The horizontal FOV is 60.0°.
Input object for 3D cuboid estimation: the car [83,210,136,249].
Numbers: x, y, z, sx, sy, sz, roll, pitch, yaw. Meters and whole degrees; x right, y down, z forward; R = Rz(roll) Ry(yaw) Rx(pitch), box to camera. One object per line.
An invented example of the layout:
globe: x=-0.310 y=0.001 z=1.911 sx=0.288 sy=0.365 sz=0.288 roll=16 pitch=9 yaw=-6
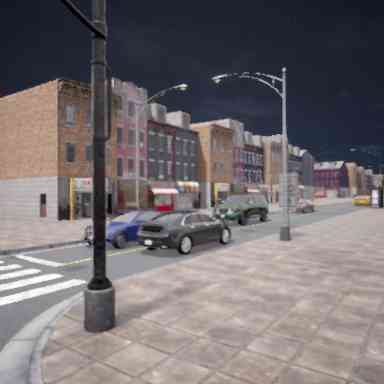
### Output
car: x=-2.663 y=1.556 z=15.042 sx=1.812 sy=1.442 sz=4.674 roll=0 pitch=0 yaw=35

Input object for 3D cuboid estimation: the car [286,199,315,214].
car: x=11.453 y=1.440 z=34.926 sx=1.812 sy=1.442 sz=4.674 roll=0 pitch=0 yaw=35

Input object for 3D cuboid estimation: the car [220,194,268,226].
car: x=3.590 y=1.198 z=23.855 sx=2.150 sy=2.045 sz=5.566 roll=0 pitch=0 yaw=36

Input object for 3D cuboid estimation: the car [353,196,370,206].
car: x=25.394 y=1.298 z=49.536 sx=1.882 sy=1.535 sz=5.008 roll=0 pitch=0 yaw=35

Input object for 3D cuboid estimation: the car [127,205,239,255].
car: x=-0.141 y=1.519 z=13.667 sx=1.837 sy=1.490 sz=4.892 roll=0 pitch=0 yaw=35
